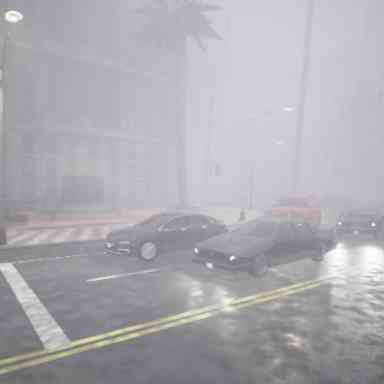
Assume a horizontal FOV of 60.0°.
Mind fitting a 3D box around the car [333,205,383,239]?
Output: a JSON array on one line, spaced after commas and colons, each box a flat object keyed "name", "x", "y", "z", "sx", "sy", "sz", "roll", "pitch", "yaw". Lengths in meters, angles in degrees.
[{"name": "car", "x": 8.955, "y": 1.597, "z": 17.548, "sx": 1.895, "sy": 1.301, "sz": 4.718, "roll": 0, "pitch": 0, "yaw": 33}]

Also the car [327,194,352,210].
[{"name": "car", "x": 17.993, "y": 1.215, "z": 41.881, "sx": 2.150, "sy": 2.045, "sz": 5.566, "roll": 0, "pitch": 0, "yaw": -6}]

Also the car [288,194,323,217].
[{"name": "car", "x": 10.877, "y": 1.215, "z": 32.322, "sx": 2.150, "sy": 2.045, "sz": 5.566, "roll": 0, "pitch": 0, "yaw": 7}]

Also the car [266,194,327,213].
[{"name": "car", "x": 6.042, "y": 1.218, "z": 19.445, "sx": 2.150, "sy": 2.045, "sz": 5.566, "roll": 0, "pitch": 0, "yaw": 33}]

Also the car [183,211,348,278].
[{"name": "car", "x": 2.522, "y": 1.546, "z": 10.434, "sx": 5.357, "sy": 1.411, "sz": 2.033, "roll": 0, "pitch": 0, "yaw": -39}]

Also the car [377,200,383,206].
[{"name": "car", "x": 21.778, "y": 1.592, "z": 38.043, "sx": 1.895, "sy": 1.301, "sz": 4.718, "roll": 0, "pitch": 0, "yaw": -1}]

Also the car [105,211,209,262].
[{"name": "car", "x": -0.784, "y": 1.504, "z": 12.326, "sx": 4.892, "sy": 1.490, "sz": 1.837, "roll": 0, "pitch": 0, "yaw": -38}]

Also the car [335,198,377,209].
[{"name": "car", "x": 13.478, "y": 1.520, "z": 27.620, "sx": 1.812, "sy": 1.442, "sz": 4.674, "roll": 0, "pitch": 0, "yaw": 14}]
